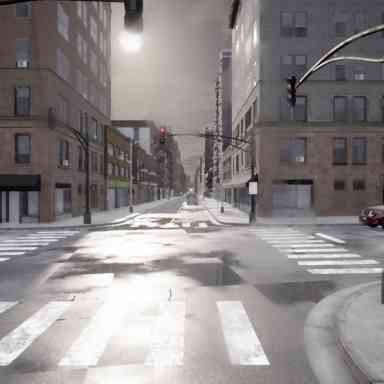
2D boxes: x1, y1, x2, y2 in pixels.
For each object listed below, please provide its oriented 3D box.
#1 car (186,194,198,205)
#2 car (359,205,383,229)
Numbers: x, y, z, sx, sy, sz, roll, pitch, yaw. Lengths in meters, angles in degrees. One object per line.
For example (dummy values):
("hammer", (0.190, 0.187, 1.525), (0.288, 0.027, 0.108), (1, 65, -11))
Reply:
("car", (0.000, 1.593, 60.066), (2.033, 1.411, 5.357), (0, 0, 0))
("car", (12.058, 1.123, 18.418), (5.009, 1.841, 2.192), (-1, 1, 0))
